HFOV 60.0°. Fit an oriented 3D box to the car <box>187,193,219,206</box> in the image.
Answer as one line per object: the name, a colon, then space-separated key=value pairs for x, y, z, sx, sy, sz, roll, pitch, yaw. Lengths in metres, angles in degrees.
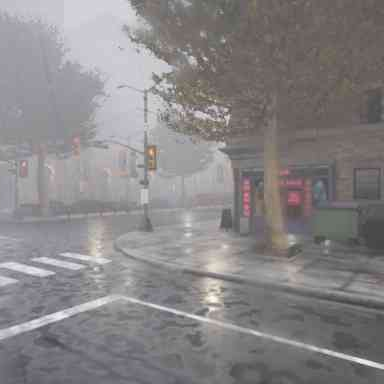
car: x=1.575 y=1.217 z=52.872 sx=2.150 sy=2.045 sz=5.566 roll=0 pitch=0 yaw=36

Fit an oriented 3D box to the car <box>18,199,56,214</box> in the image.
car: x=-15.791 y=1.487 z=34.904 sx=2.128 sy=1.511 sz=4.902 roll=0 pitch=0 yaw=37

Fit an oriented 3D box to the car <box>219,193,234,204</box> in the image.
car: x=6.087 y=1.313 z=64.949 sx=2.150 sy=2.045 sz=5.566 roll=0 pitch=0 yaw=36

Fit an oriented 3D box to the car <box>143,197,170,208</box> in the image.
car: x=-5.233 y=1.521 z=49.415 sx=1.812 sy=1.442 sz=4.674 roll=0 pitch=0 yaw=36

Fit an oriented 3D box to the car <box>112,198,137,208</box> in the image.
car: x=-10.209 y=1.590 z=47.930 sx=1.895 sy=1.301 sz=4.718 roll=0 pitch=0 yaw=36

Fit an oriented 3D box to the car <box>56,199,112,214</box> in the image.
car: x=-11.283 y=1.501 z=35.084 sx=1.837 sy=1.490 sz=4.892 roll=0 pitch=0 yaw=36
